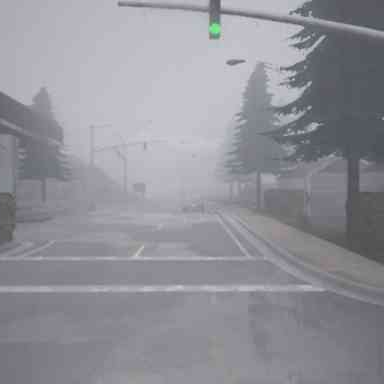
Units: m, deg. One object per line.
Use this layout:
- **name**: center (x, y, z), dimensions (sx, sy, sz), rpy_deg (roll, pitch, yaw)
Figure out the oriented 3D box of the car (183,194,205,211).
- **car**: center (0.178, 0.910, 30.452), dimensions (1.812, 1.442, 4.674), rpy_deg (0, 1, 2)
